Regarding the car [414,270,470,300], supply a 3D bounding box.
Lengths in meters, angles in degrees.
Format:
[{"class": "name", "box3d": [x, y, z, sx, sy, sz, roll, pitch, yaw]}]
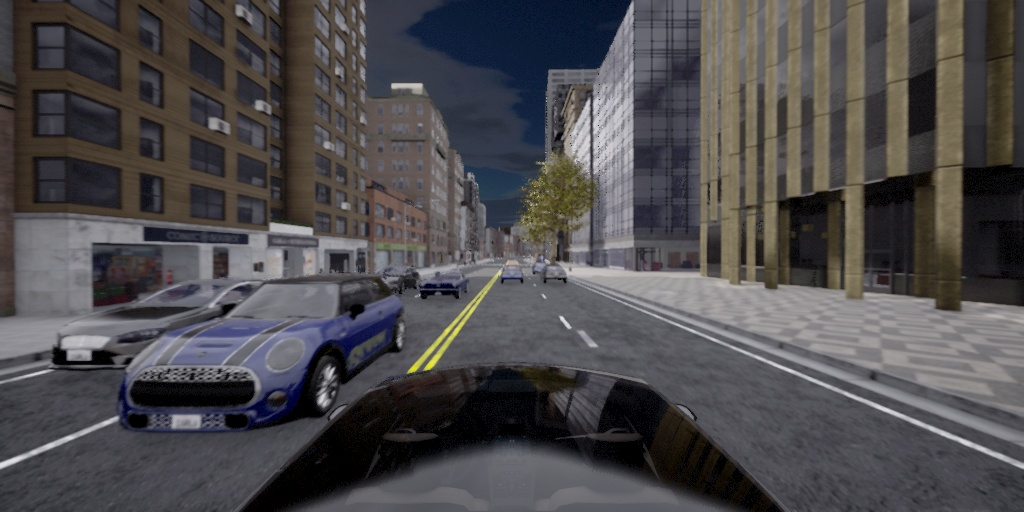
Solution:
[{"class": "car", "box3d": [-3.339, 1.411, 18.425, 1.895, 1.301, 4.718, 0, 0, 0]}]

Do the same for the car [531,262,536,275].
[{"class": "car", "box3d": [3.291, 1.429, 42.421, 2.033, 1.411, 5.357, 0, 0, 1]}]

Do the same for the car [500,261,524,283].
[{"class": "car", "box3d": [0.014, 1.392, 29.320, 2.033, 1.411, 5.357, 0, 0, 0]}]

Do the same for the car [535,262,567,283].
[{"class": "car", "box3d": [3.259, 1.391, 28.881, 2.033, 1.411, 5.357, 0, 0, 0]}]

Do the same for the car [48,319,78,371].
[{"class": "car", "box3d": [-6.594, 1.265, 7.921, 2.128, 1.511, 4.902, 0, 0, 0]}]

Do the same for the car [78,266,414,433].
[{"class": "car", "box3d": [-3.345, 1.118, 5.930, 2.097, 1.767, 4.553, 0, 0, 0]}]
